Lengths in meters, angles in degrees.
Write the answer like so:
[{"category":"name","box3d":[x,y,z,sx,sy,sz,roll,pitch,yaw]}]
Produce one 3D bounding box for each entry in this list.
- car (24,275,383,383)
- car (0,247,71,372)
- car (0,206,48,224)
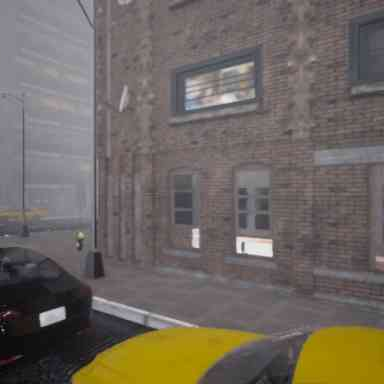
[{"category":"car","box3d":[1.086,1.525,2.102,4.829,1.417,1.752,0,0,36]},{"category":"car","box3d":[-3.402,1.566,5.305,4.313,1.339,1.947,0,0,36]},{"category":"car","box3d":[-14.643,1.836,28.011,1.752,1.417,4.829,-1,-2,35]}]
